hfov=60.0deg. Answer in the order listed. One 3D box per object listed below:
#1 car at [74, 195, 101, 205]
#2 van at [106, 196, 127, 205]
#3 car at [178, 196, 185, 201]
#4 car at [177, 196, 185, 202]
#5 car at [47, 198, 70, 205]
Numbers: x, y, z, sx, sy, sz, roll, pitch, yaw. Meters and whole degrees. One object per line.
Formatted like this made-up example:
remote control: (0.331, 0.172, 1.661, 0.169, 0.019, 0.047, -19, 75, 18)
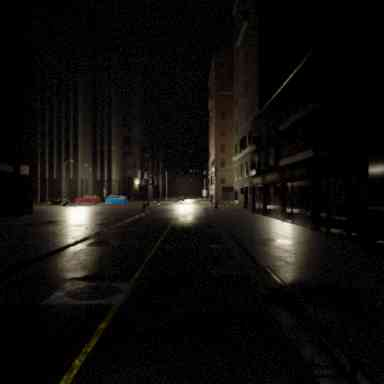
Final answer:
car: (-20.367, 1.596, 64.997, 5.009, 1.841, 2.192, 0, 0, -1)
van: (-14.726, 1.623, 65.083, 3.998, 1.788, 1.690, 0, 0, -1)
car: (-3.001, 1.943, 95.416, 2.033, 1.411, 5.357, 0, 0, 0)
car: (-3.000, 1.902, 87.880, 2.033, 1.411, 5.357, 0, 0, 0)
car: (-26.006, 1.843, 64.910, 4.313, 1.339, 1.947, 0, 0, -1)
